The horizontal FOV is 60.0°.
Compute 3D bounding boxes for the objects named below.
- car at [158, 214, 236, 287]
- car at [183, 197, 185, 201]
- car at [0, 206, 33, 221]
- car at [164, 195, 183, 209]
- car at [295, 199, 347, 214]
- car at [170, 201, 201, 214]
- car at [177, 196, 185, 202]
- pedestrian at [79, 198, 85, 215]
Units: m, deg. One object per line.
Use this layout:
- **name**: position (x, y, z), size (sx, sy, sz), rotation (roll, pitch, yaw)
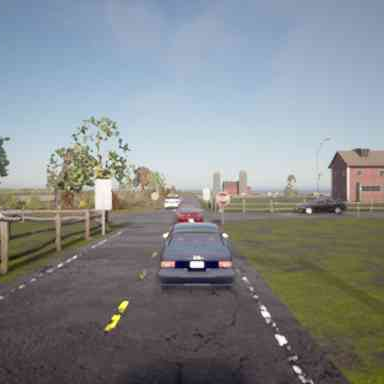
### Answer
- **car**: position (0.102, 1.593, 9.531), size (2.033, 1.411, 5.357), rotation (0, 0, 0)
- **car**: position (-2.772, 1.669, 65.922), size (2.097, 1.767, 4.553), rotation (0, 0, 0)
- **car**: position (-17.450, 1.984, 30.888), size (4.718, 1.301, 1.895), rotation (-1, 0, 1)
- **car**: position (-2.823, 1.458, 48.944), size (2.150, 2.045, 5.566), rotation (0, 0, 0)
- **car**: position (12.963, 1.446, 33.586), size (4.892, 1.490, 1.837), rotation (-1, 0, 0)
- **car**: position (-0.338, 1.638, 23.411), size (1.812, 1.442, 4.674), rotation (0, 0, -7)
- **car**: position (-2.742, 1.659, 80.782), size (1.812, 1.442, 4.674), rotation (0, 0, 0)
- **pedestrian**: position (-12.154, 1.592, 36.807), size (0.375, 1.860, 0.375), rotation (0, 1, 0)
